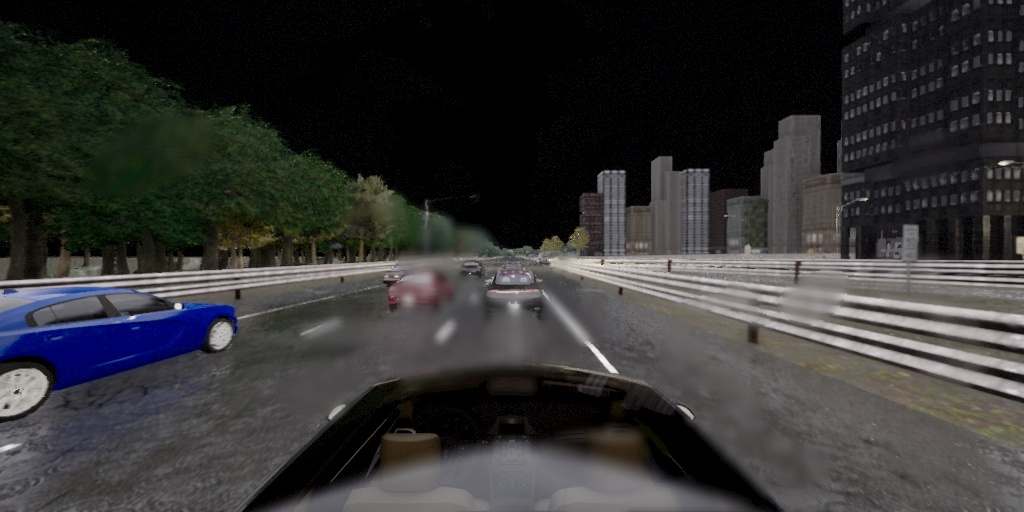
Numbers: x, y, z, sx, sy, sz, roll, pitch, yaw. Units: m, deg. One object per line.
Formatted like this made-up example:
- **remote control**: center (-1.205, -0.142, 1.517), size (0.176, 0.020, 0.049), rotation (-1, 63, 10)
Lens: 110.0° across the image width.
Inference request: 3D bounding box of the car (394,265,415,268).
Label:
- **car**: center (-6.900, 1.275, 23.890), size (2.033, 1.411, 5.357), rotation (0, 0, 0)

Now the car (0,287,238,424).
- **car**: center (-6.902, 1.226, 5.763), size (1.882, 1.535, 5.008), rotation (0, 0, 0)

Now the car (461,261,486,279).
- **car**: center (-3.401, 1.215, 32.112), size (1.837, 1.490, 4.892), rotation (0, 0, 0)

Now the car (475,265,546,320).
- **car**: center (0.098, 1.235, 12.565), size (2.128, 1.511, 4.902), rotation (0, 0, 0)

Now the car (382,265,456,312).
- **car**: center (-3.402, 1.268, 14.110), size (1.812, 1.442, 4.674), rotation (0, 0, 0)
